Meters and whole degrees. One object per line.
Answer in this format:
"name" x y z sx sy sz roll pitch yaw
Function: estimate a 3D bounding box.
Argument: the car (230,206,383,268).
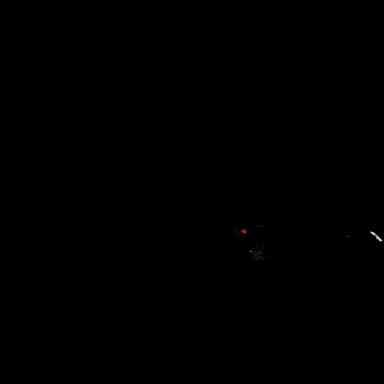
"car" 3.532 1.303 10.576 4.553 1.767 2.097 0 0 0
